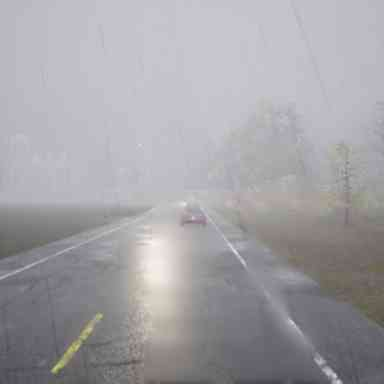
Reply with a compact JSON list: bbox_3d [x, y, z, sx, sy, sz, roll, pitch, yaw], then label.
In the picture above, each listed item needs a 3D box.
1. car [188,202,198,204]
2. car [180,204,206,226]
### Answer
[{"bbox_3d":[0.107,2.080,44.855,2.128,1.511,4.902,0,-1,0],"label":"car"},{"bbox_3d":[0.102,1.914,26.511,1.994,1.385,4.181,0,-1,0],"label":"car"}]
